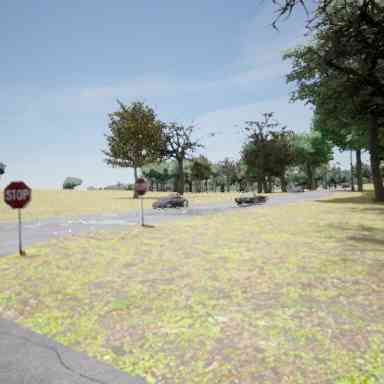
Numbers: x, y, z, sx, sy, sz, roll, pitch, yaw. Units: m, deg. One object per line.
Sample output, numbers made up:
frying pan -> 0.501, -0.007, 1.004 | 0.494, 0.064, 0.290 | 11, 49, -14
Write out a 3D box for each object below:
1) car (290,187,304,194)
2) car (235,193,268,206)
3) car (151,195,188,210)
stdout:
car -> 22.908, -0.351, 72.387 | 1.994, 1.385, 4.181 | -3, 1, 34
car -> 6.545, 0.755, 36.100 | 1.895, 1.301, 4.718 | -3, 0, 34
car -> -2.315, 1.136, 35.543 | 1.837, 1.490, 4.892 | -3, 0, 34
